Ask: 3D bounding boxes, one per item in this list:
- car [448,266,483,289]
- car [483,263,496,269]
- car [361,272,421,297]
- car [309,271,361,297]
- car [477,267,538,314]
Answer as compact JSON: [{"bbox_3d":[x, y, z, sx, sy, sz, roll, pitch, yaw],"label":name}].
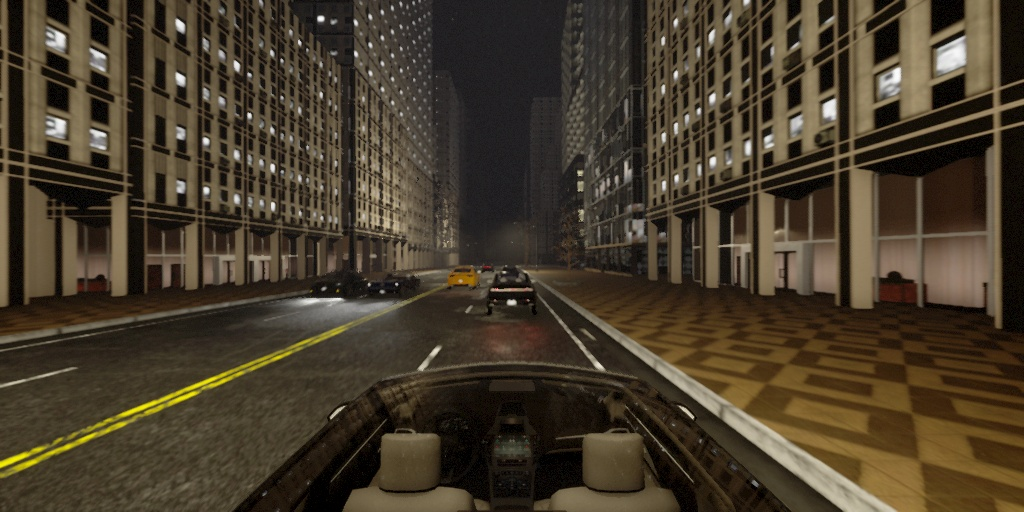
[{"bbox_3d":[-3.367,1.504,25.756,1.882,1.535,5.008,0,-1,-1],"label":"car"},{"bbox_3d":[-3.662,1.878,55.467,1.837,1.490,4.892,0,-1,-1],"label":"car"},{"bbox_3d":[-6.767,1.588,20.898,1.895,1.301,4.718,0,-1,-1],"label":"car"},{"bbox_3d":[-10.014,1.569,21.088,1.994,1.385,4.181,0,-1,-1],"label":"car"},{"bbox_3d":[-0.022,1.378,14.484,2.128,1.511,4.902,0,0,0],"label":"car"}]
